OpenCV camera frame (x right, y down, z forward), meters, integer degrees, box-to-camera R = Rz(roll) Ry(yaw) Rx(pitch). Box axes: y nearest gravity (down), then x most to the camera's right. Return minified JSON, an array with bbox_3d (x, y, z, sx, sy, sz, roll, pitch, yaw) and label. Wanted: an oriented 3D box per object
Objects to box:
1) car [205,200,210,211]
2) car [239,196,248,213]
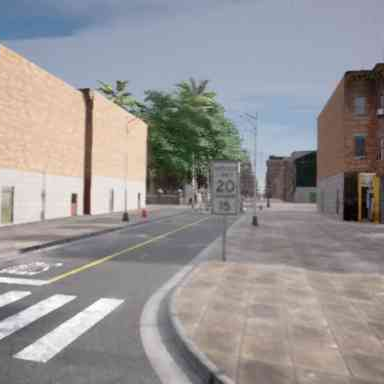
[{"bbox_3d":[2.931,1.605,42.585,1.837,1.490,4.892,1,0,13],"label":"car"},{"bbox_3d":[5.025,1.607,39.266,2.128,1.511,4.902,1,0,13],"label":"car"}]
